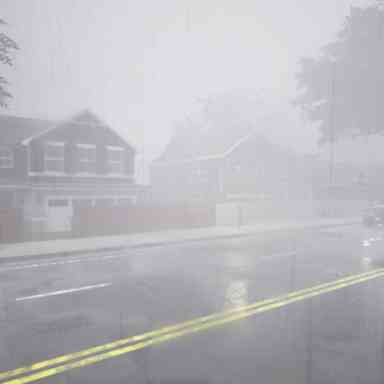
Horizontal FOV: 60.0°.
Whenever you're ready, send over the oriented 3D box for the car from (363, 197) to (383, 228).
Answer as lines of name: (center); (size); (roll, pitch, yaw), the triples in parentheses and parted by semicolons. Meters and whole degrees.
car: (13.069, 1.200, 20.981); (5.566, 2.045, 2.150); (0, 0, -35)
